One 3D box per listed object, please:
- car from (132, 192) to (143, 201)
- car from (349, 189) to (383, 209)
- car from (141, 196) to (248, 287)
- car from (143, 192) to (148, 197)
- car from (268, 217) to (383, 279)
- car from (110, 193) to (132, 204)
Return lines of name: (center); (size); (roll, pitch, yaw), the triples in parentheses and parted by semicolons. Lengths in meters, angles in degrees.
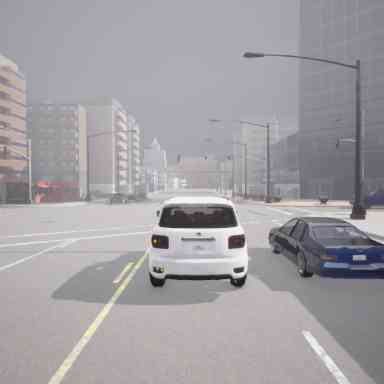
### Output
car: (-10.216, 0.867, 57.076); (1.994, 1.385, 4.181); (0, 0, 0)
car: (19.164, 0.670, 34.005); (5.566, 2.045, 2.150); (0, 1, 1)
car: (0.147, 1.128, 9.213); (2.150, 2.045, 5.566); (0, 1, 0)
car: (-10.106, 0.736, 67.163); (1.882, 1.535, 5.008); (0, 0, 1)
car: (3.663, 1.441, 9.763); (2.033, 1.411, 5.357); (0, 1, 0)
car: (-10.283, 0.877, 47.076); (1.837, 1.490, 4.892); (0, 1, 1)
